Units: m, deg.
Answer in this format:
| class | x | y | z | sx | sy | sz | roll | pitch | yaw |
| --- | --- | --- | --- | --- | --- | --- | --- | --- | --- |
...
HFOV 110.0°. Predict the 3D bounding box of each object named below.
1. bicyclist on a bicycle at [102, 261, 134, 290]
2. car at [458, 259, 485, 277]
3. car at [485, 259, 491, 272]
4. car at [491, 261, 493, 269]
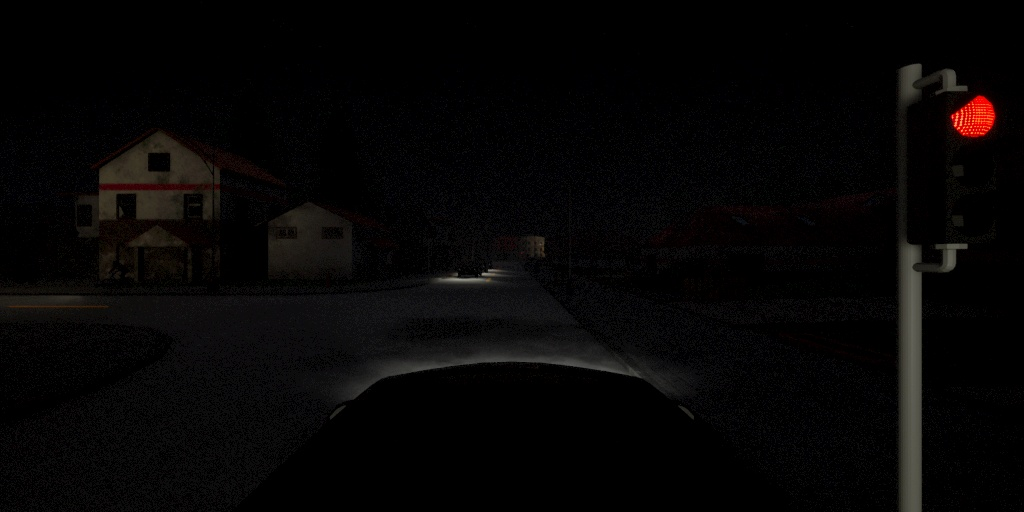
| class | x | y | z | sx | sy | sz | roll | pitch | yaw |
| --- | --- | --- | --- | --- | --- | --- | --- | --- | --- |
| bicyclist on a bicycle | -22.523 | 1.098 | 20.511 | 0.582 | 1.620 | 1.656 | 0 | 0 | 0 |
| car | -4.085 | 1.226 | 35.278 | 1.882 | 1.535 | 5.008 | 0 | 0 | 2 |
| car | -4.055 | 1.225 | 44.932 | 1.882 | 1.535 | 5.008 | 0 | 0 | 0 |
| car | -4.027 | 1.225 | 55.431 | 1.882 | 1.535 | 5.008 | 0 | 0 | 0 |
